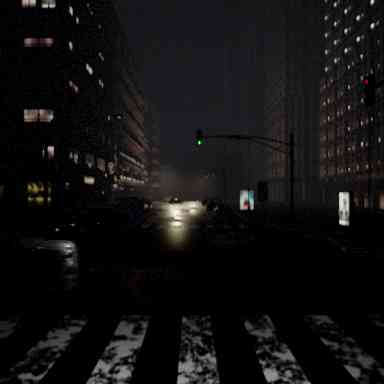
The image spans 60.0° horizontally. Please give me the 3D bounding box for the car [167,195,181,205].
[{"bbox_3d":[-2.971,1.558,60.196,1.994,1.385,4.181,0,0,0],"label":"car"}]

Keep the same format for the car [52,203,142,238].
[{"bbox_3d":[-5.164,1.550,17.988,1.812,1.442,4.674,2,1,36],"label":"car"}]

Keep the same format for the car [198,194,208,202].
[{"bbox_3d":[2.740,1.432,83.979,2.192,1.841,5.009,0,0,0],"label":"car"}]

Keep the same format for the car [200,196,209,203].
[{"bbox_3d":[2.733,1.641,72.923,1.887,1.381,4.507,0,0,0],"label":"car"}]

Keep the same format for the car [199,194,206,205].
[{"bbox_3d":[2.725,1.507,56.340,1.967,1.590,4.097,0,0,0],"label":"car"}]

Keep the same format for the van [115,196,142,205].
[{"bbox_3d":[-5.668,1.371,28.707,1.690,1.788,3.998,0,0,0],"label":"van"}]

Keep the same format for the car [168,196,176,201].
[{"bbox_3d":[-5.637,1.706,95.038,1.947,1.339,4.313,0,0,0],"label":"car"}]

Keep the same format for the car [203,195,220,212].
[{"bbox_3d":[2.717,1.483,39.758,1.967,1.590,4.097,0,0,0],"label":"car"}]

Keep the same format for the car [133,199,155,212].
[{"bbox_3d":[-5.665,1.588,39.763,1.887,1.381,4.507,0,0,0],"label":"car"}]

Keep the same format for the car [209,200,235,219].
[{"bbox_3d":[2.711,1.612,28.702,1.802,1.307,4.206,0,0,0],"label":"car"}]

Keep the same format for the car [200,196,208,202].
[{"bbox_3d":[2.735,1.688,78.450,1.802,1.307,4.206,0,0,0],"label":"car"}]

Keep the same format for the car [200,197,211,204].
[{"bbox_3d":[2.730,1.637,67.395,2.008,1.369,4.403,0,0,0],"label":"car"}]

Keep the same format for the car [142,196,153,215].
[{"bbox_3d":[-5.666,1.351,34.235,2.192,1.841,5.009,0,0,0],"label":"car"}]

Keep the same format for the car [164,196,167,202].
[{"bbox_3d":[-5.644,1.546,78.455,1.967,1.590,4.097,0,0,0],"label":"car"}]
